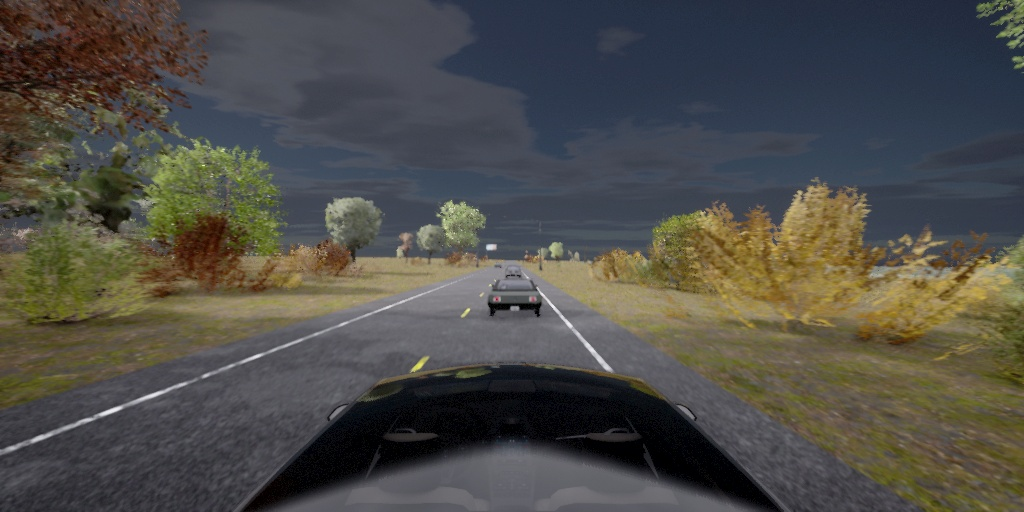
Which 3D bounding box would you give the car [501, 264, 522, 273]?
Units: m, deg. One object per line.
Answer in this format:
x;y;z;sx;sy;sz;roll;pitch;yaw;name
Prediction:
0.138;1.764;39.844;2.033;1.411;5.357;0;-1;0;car

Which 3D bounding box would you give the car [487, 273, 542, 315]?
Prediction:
0.102;1.507;14.298;1.895;1.301;4.718;0;-1;0;car
